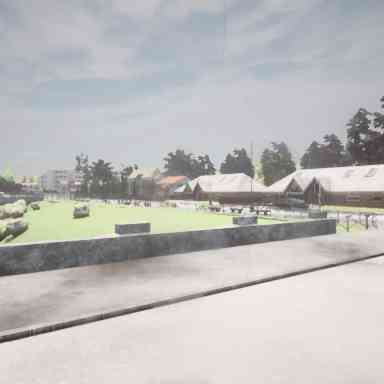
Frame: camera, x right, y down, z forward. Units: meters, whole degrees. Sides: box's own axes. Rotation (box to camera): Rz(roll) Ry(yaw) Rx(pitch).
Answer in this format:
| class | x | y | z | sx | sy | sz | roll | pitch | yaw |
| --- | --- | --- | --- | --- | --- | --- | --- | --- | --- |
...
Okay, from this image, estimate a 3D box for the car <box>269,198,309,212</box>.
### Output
| class | x | y | z | sx | sy | sz | roll | pitch | yaw |
| --- | --- | --- | --- | --- | --- | --- | --- | --- | --- |
| car | 11.274 | 1.505 | 39.048 | 1.837 | 1.490 | 4.892 | 0 | 0 | -35 |
